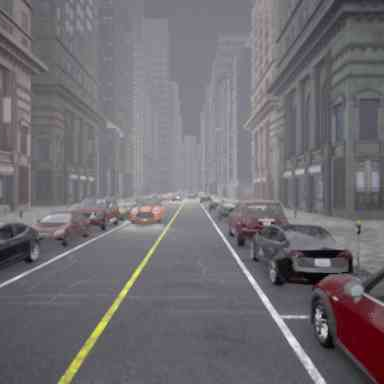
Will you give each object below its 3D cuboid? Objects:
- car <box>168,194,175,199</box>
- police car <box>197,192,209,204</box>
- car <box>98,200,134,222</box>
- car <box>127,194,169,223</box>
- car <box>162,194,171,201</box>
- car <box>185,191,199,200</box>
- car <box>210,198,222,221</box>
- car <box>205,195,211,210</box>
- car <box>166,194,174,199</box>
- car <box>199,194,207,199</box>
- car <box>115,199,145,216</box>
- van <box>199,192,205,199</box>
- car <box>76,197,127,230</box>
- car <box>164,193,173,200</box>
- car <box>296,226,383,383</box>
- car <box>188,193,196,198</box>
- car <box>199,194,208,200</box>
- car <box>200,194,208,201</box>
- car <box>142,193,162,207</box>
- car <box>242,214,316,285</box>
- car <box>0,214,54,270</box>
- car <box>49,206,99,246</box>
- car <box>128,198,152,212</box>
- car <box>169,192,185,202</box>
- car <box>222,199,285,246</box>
[{"bbox_3d":[-5.740,1.135,93.155,1.887,1.381,4.507,0,0,0],"label":"car"},{"bbox_3d":[2.379,1.162,58.941,1.930,1.638,5.238,0,0,0],"label":"police car"},{"bbox_3d":[-5.754,1.409,25.764,1.752,1.417,4.829,0,0,0],"label":"car"},{"bbox_3d":[-3.093,1.243,24.086,2.097,1.767,4.553,0,0,0],"label":"car"},{"bbox_3d":[-5.743,1.189,76.179,1.752,1.417,4.829,0,0,0],"label":"car"},{"bbox_3d":[0.017,1.031,77.192,2.128,1.511,4.902,0,0,0],"label":"car"},{"bbox_3d":[2.771,1.434,25.936,2.008,1.369,4.403,0,0,0],"label":"car"},{"bbox_3d":[2.774,1.378,37.141,1.887,1.381,4.507,0,0,0],"label":"car"},{"bbox_3d":[-5.741,1.159,87.552,1.887,1.381,4.507,0,0,0],"label":"car"},{"bbox_3d":[2.785,1.159,87.559,1.887,1.381,4.507,0,0,0],"label":"car"},{"bbox_3d":[-5.753,1.409,31.535,2.008,1.369,4.403,0,0,0],"label":"car"},{"bbox_3d":[2.786,0.932,93.160,1.690,1.788,3.998,0,0,0],"label":"van"},{"bbox_3d":[-5.754,1.223,20.331,2.192,1.841,5.009,0,0,0],"label":"car"},{"bbox_3d":[-5.742,1.079,81.950,1.967,1.590,4.097,0,0,0],"label":"car"},{"bbox_3d":[2.767,1.424,3.528,1.967,1.590,4.097,0,0,0],"label":"car"},{"bbox_3d":[0.020,0.983,93.041,2.128,1.511,4.902,0,0,0],"label":"car"},{"bbox_3d":[2.783,1.183,81.958,1.887,1.381,4.507,0,0,0],"label":"car"},{"bbox_3d":[2.782,1.187,76.525,1.752,1.417,4.829,0,0,0],"label":"car"},{"bbox_3d":[-5.748,1.099,48.339,2.192,1.841,5.009,0,0,0],"label":"car"},{"bbox_3d":[2.768,1.524,9.130,1.947,1.339,4.313,0,0,0],"label":"car"},{"bbox_3d":[-5.757,1.524,9.129,1.947,1.339,4.313,0,0,0],"label":"car"},{"bbox_3d":[-5.756,1.515,14.730,1.802,1.307,4.206,0,0,0],"label":"car"},{"bbox_3d":[-5.752,1.399,37.137,1.947,1.339,4.313,0,0,0],"label":"car"},{"bbox_3d":[-2.996,1.254,65.396,2.033,1.411,5.357,0,0,0],"label":"car"},{"bbox_3d":[2.770,1.248,14.731,2.192,1.841,5.009,0,0,0],"label":"car"}]
